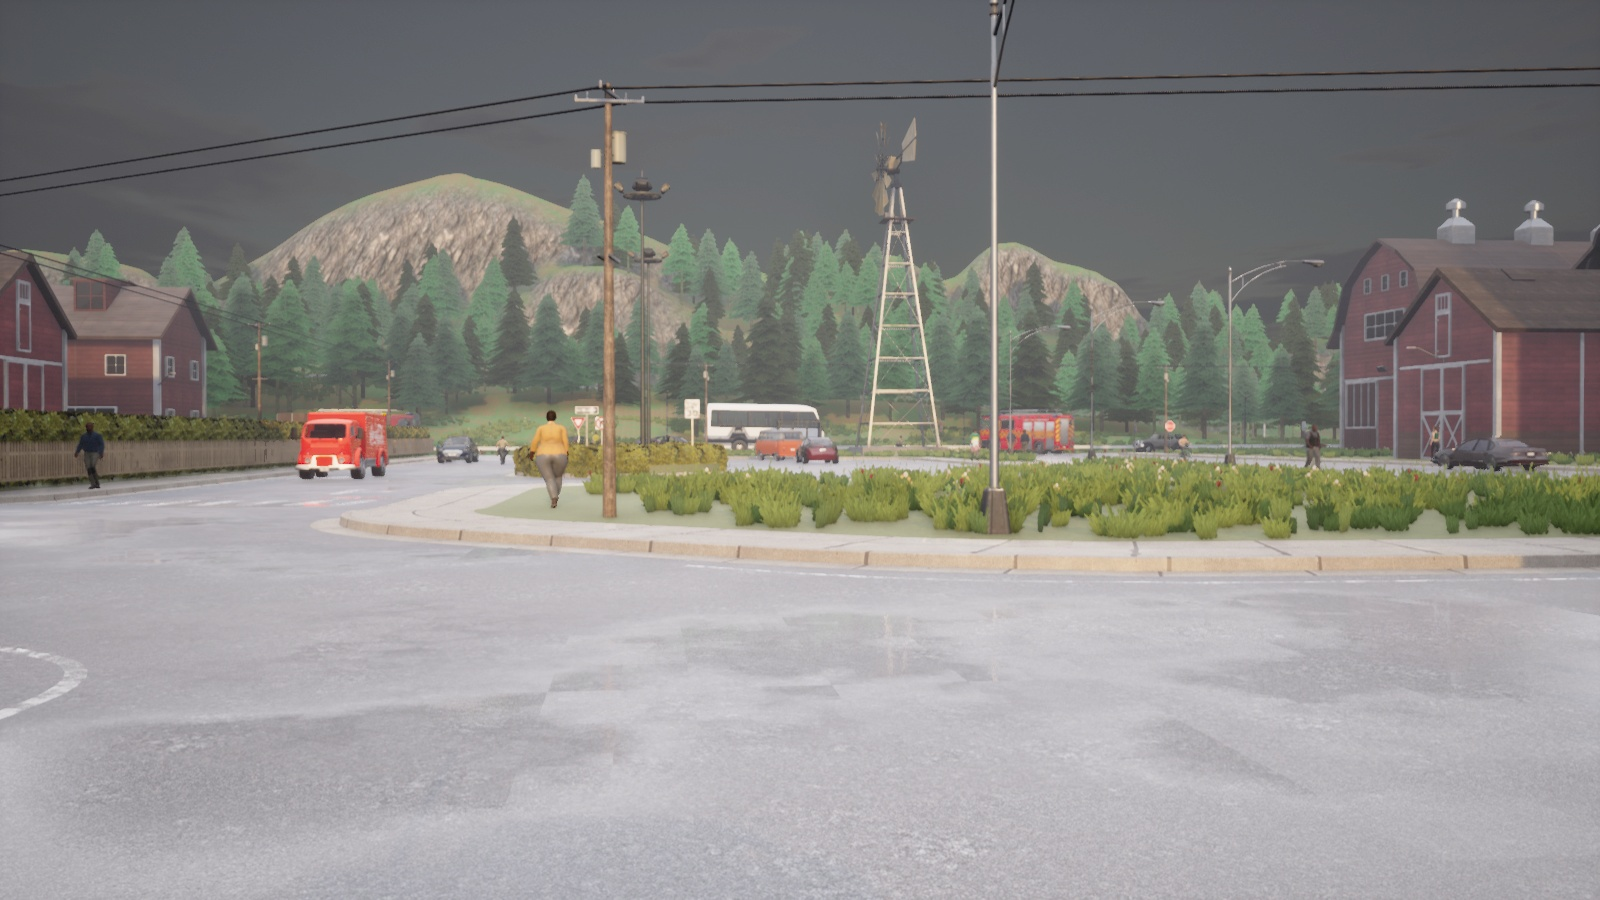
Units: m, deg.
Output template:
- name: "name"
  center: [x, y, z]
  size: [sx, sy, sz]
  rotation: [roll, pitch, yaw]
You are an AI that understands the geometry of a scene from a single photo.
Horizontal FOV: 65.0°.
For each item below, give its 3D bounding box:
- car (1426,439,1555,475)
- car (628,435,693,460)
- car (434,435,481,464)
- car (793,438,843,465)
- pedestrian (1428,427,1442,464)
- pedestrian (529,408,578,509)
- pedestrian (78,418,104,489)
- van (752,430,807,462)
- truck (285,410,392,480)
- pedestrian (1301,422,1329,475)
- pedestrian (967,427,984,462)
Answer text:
- name: "car"
  center: [29.303, 0.262, 53.509]
  size: [2.033, 1.411, 5.357]
  rotation: [0, 1, -8]
- name: "car"
  center: [-9.392, -0.171, 84.449]
  size: [3.988, 1.617, 1.851]
  rotation: [0, 1, 9]
- name: "car"
  center: [-20.548, -0.047, 75.499]
  size: [2.033, 1.649, 4.856]
  rotation: [0, 1, -7]
- name: "car"
  center: [0.956, 0.061, 70.572]
  size: [2.163, 1.488, 4.792]
  rotation: [0, 0, -7]
- name: "pedestrian"
  center: [31.800, -0.222, 62.863]
  size: [0.345, 1.836, 0.594]
  rotation: [0, 1, -3]
- name: "pedestrian"
  center: [-4.646, 0.145, 23.617]
  size: [0.874, 1.855, 0.900]
  rotation: [0, 1, -13]
- name: "pedestrian"
  center: [-18.685, 0.088, 33.103]
  size: [0.370, 1.835, 0.726]
  rotation: [0, 1, -11]
- name: "van"
  center: [-1.335, -0.270, 79.566]
  size: [1.775, 1.987, 4.442]
  rotation: [0, 1, -25]
- name: "truck"
  center: [-17.150, -0.189, 46.960]
  size: [2.627, 2.467, 5.204]
  rotation: [0, 1, -7]
- name: "pedestrian"
  center: [18.439, -0.043, 44.996]
  size: [0.563, 1.883, 0.849]
  rotation: [0, 1, -8]
- name: "pedestrian"
  center: [9.849, -0.288, 70.434]
  size: [0.659, 1.952, 0.873]
  rotation: [0, 1, -13]
